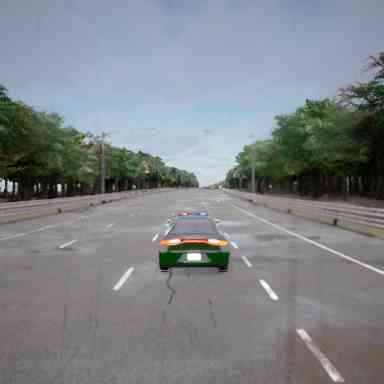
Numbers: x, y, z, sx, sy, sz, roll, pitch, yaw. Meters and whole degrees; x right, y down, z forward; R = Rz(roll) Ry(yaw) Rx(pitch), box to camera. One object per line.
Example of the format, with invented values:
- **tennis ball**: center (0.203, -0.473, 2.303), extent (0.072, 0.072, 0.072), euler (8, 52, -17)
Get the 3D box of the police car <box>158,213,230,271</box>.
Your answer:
- **police car**: center (0.044, 1.447, 10.919), extent (2.038, 1.542, 4.974), euler (0, 1, 0)
